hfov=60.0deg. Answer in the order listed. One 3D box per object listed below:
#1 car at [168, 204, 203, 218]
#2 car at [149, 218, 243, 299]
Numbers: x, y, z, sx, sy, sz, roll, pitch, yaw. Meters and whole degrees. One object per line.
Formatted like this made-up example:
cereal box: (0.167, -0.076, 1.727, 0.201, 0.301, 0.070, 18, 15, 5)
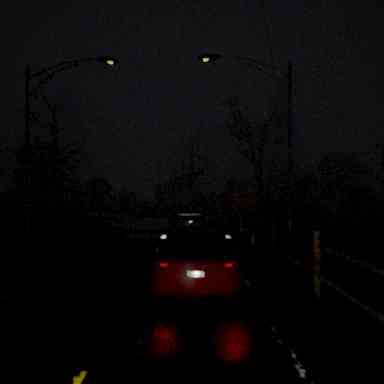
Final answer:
car: (-0.472, 1.572, 22.128, 2.128, 1.511, 4.902, 0, 0, -9)
car: (0.098, 1.594, 8.544, 1.994, 1.385, 4.181, 0, 0, 1)
